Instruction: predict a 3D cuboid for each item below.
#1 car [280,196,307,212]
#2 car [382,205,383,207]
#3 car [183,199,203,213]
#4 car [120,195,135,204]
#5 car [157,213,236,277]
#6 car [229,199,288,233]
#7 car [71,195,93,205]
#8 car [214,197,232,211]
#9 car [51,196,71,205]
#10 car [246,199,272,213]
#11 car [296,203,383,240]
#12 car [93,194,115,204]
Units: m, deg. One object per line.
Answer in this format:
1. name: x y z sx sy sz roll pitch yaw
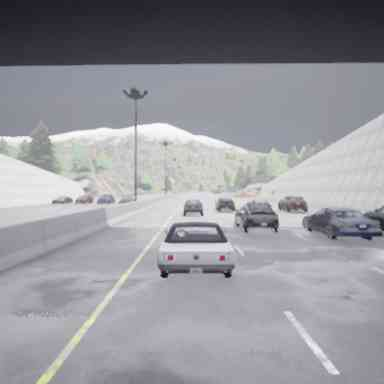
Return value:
1. car: 10.627 1.173 35.470 2.097 1.767 4.553 0 0 0
2. car: 10.612 1.265 16.904 2.097 1.767 4.553 0 0 0
3. car: 0.124 1.387 31.881 2.033 1.411 5.357 0 0 0
4. car: -10.459 1.269 54.180 1.812 1.442 4.674 0 0 0
5. car: 0.106 1.550 10.018 1.895 1.301 4.718 0 0 0
6. car: 3.613 1.395 19.097 2.128 1.511 4.902 0 0 0
7. car: -17.459 1.221 54.173 1.882 1.535 5.008 0 0 0
8. car: 3.628 1.319 36.868 1.837 1.490 4.892 0 0 0
9. car: -20.959 1.332 54.194 2.033 1.411 5.357 0 0 0
10. car: 7.128 1.420 35.910 1.895 1.301 4.718 0 0 0
11. car: 7.111 1.465 16.352 2.033 1.411 5.357 0 0 0
12. car: -13.959 1.084 54.217 2.097 1.767 4.553 0 0 0
